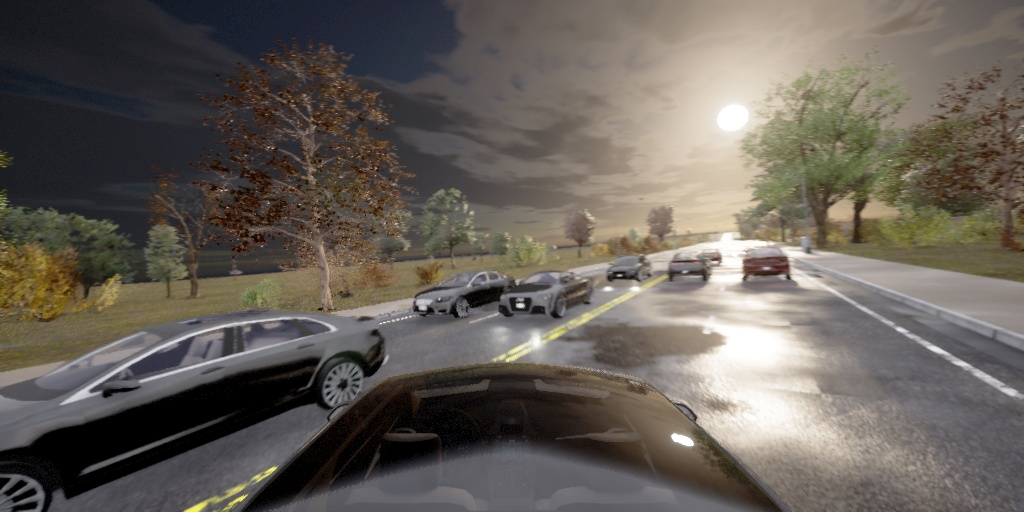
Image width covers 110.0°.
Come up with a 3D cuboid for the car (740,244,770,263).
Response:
[{"bbox_3d":[20.218,-0.212,29.949,1.895,1.301,4.718,-4,0,33],"label":"car"}]

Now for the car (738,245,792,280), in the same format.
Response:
[{"bbox_3d":[12.435,0.273,17.774,1.882,1.535,5.008,-4,0,33],"label":"car"}]

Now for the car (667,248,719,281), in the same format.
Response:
[{"bbox_3d":[9.759,0.481,19.606,2.128,1.511,4.902,-4,0,33],"label":"car"}]

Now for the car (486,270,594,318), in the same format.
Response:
[{"bbox_3d":[1.295,1.197,12.335,1.994,1.385,4.181,-4,0,32],"label":"car"}]

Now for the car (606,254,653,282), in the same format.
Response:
[{"bbox_3d":[7.146,0.680,21.644,1.837,1.490,4.892,-4,1,33],"label":"car"}]

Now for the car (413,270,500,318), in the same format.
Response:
[{"bbox_3d":[-1.624,1.338,13.806,2.128,1.511,4.902,-4,0,33],"label":"car"}]

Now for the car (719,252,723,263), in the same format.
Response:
[{"bbox_3d":[17.484,-0.014,31.696,1.895,1.301,4.718,-4,0,33],"label":"car"}]

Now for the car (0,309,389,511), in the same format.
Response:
[{"bbox_3d":[-3.896,1.520,4.347,2.128,1.511,4.902,-4,0,33],"label":"car"}]
